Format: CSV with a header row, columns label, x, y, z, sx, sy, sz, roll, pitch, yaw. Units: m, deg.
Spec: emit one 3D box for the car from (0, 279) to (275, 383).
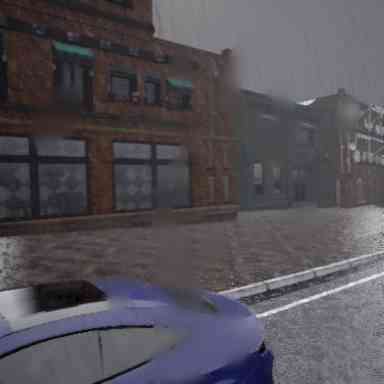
label,x,y,z,sx,sy,sz,roll,pitch,yaw
car,-1.347,1.532,2.502,4.674,1.442,1.812,0,0,-36
